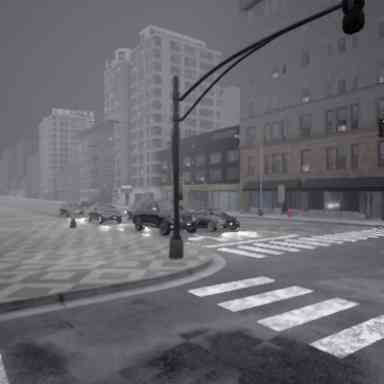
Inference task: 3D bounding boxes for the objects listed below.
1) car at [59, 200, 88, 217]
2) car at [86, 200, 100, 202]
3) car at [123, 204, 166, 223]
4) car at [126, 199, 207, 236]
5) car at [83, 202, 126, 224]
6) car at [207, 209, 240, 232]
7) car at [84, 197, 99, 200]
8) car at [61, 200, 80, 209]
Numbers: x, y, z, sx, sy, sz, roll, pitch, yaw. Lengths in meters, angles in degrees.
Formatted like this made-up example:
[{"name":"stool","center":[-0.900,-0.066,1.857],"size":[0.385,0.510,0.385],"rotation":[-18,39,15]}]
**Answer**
[{"name":"car","center":[-13.674,2.019,37.708],"size":[2.128,1.511,4.902],"rotation":[0,-1,-35]},{"name":"car","center":[-10.176,1.991,38.389],"size":[2.128,1.511,4.902],"rotation":[0,-1,-35]},{"name":"car","center":[-4.452,1.884,30.281],"size":[1.837,1.490,4.892],"rotation":[0,-1,-36]},{"name":"car","center":[-1.786,1.494,20.886],"size":[2.150,2.045,5.566],"rotation":[0,-1,-35]},{"name":"car","center":[-7.736,1.908,29.303],"size":[1.837,1.490,4.892],"rotation":[0,-1,-35]},{"name":"car","center":[1.267,1.816,22.199],"size":[1.994,1.385,4.181],"rotation":[0,-1,-36]},{"name":"car","center":[-19.172,1.968,62.680],"size":[2.150,2.045,5.566],"rotation":[0,0,-35]},{"name":"car","center":[-22.710,2.317,62.059],"size":[2.033,1.411,5.357],"rotation":[0,0,-35]}]
